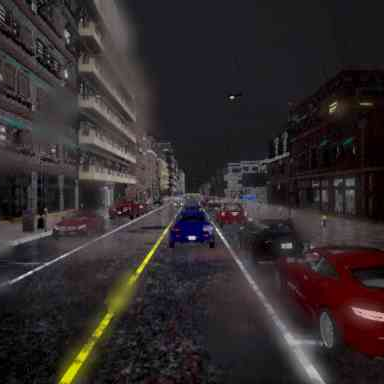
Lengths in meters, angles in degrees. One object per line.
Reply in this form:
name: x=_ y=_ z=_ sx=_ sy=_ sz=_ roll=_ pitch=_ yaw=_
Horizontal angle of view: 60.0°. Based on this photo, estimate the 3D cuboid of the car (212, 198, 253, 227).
car: x=2.685 y=1.448 z=22.904 sx=1.967 sy=1.590 sz=4.097 roll=0 pitch=0 yaw=0

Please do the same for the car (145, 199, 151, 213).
car: x=-5.695 y=1.457 z=34.302 sx=1.967 sy=1.590 sz=4.097 roll=0 pitch=0 yaw=0

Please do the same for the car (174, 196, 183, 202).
car: x=-3.000 y=1.569 z=74.664 sx=1.895 sy=1.301 sz=4.718 roll=0 pitch=0 yaw=0

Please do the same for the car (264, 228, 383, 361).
car: x=2.687 y=1.581 z=5.815 sx=1.802 sy=1.307 sz=4.206 roll=0 pitch=0 yaw=0

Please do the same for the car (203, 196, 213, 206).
car: x=2.686 y=1.573 z=39.994 sx=2.008 sy=1.369 sz=4.403 roll=0 pitch=0 yaw=0

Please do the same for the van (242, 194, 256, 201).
van: x=14.658 y=1.509 z=84.940 sx=3.998 sy=1.788 sz=1.690 roll=0 pitch=0 yaw=0

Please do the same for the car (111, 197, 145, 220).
car: x=-5.696 y=1.327 z=28.604 sx=2.192 sy=1.841 sz=5.009 roll=0 pitch=0 yaw=0

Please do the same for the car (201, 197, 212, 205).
car: x=2.685 y=1.601 z=62.780 sx=1.887 sy=1.381 sz=4.507 roll=0 pitch=0 yaw=0

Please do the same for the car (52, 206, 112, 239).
car: x=-5.694 y=1.586 z=17.211 sx=1.802 sy=1.307 sz=4.206 roll=0 pitch=0 yaw=0

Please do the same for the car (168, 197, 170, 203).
car: x=-5.696 y=1.604 z=74.008 sx=1.752 sy=1.417 sz=4.829 roll=0 pitch=0 yaw=0

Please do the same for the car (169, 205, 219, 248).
car: x=0.000 y=1.537 z=14.651 sx=1.812 sy=1.442 sz=4.674 roll=0 pitch=0 yaw=0

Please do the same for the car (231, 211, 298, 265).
car: x=2.687 y=1.567 z=11.511 sx=1.947 sy=1.339 sz=4.313 roll=0 pitch=0 yaw=0

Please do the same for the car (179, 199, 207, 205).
car: x=0.000 y=1.586 z=29.651 sx=1.994 sy=1.385 sz=4.181 roll=0 pitch=0 yaw=0

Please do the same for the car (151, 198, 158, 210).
car: x=-5.695 y=1.573 z=39.998 sx=2.008 sy=1.369 sz=4.403 roll=0 pitch=0 yaw=0

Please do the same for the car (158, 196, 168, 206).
car: x=-5.695 y=1.612 z=57.088 sx=1.947 sy=1.339 sz=4.313 roll=0 pitch=0 yaw=0

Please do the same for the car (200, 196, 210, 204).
car: x=2.685 y=1.593 z=68.647 sx=1.752 sy=1.417 sz=4.829 roll=0 pitch=0 yaw=0

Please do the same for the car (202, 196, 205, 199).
car: x=2.686 y=1.582 z=51.386 sx=1.887 sy=1.381 sz=4.507 roll=0 pitch=0 yaw=0
